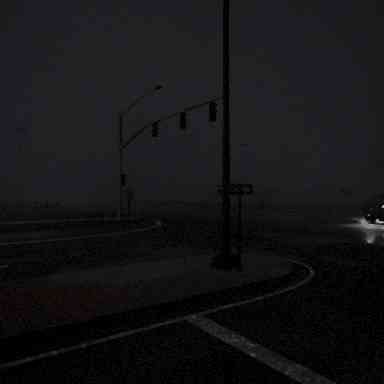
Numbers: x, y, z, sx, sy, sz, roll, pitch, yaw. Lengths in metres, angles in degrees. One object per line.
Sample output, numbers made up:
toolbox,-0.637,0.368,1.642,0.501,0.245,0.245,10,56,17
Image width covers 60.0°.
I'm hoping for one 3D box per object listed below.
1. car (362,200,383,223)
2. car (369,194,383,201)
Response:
car,14.949,1.548,24.471,5.357,1.411,2.033,0,0,-35
car,18.222,1.223,31.102,5.566,2.045,2.150,0,0,-35
